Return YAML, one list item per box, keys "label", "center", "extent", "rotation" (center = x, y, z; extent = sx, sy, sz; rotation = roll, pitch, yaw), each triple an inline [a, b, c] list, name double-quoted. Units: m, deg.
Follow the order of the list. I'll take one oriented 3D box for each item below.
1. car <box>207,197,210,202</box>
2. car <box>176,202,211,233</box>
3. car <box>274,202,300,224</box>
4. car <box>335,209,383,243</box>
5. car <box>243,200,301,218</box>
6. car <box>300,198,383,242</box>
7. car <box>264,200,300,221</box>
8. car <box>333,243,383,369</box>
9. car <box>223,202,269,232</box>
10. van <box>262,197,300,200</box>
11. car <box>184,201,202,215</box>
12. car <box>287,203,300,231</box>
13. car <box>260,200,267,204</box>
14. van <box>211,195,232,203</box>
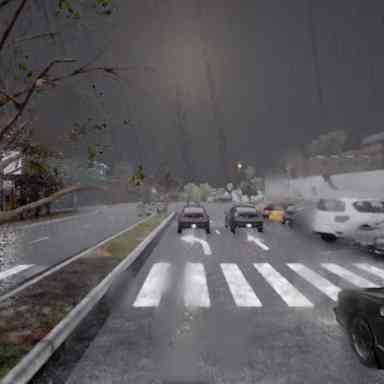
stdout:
- label: "car"
  center: [7.891, 2.269, 94.099]
  extent: [5.366, 1.575, 1.946]
  rotation: [1, -2, -20]
- label: "car"
  center: [0.100, 1.589, 20.287]
  extent: [1.837, 1.490, 4.892]
  rotation: [0, 0, 0]
- label: "car"
  center: [8.062, 1.580, 21.026]
  extent: [4.892, 1.521, 2.231]
  rotation: [1, -1, -20]
- label: "car"
  center: [8.079, 1.530, 12.075]
  extent: [4.892, 1.521, 2.231]
  rotation: [1, 0, -20]
- label: "car"
  center: [7.896, 1.661, 32.888]
  extent: [5.366, 1.575, 1.946]
  rotation: [1, 0, -20]
- label: "car"
  center: [8.098, 1.291, 15.077]
  extent: [5.566, 2.045, 2.435]
  rotation: [1, -1, -20]
- label: "car"
  center: [8.242, 1.599, 24.073]
  extent: [5.366, 1.575, 1.946]
  rotation: [1, -1, -20]
- label: "car"
  center: [3.099, 1.552, 2.691]
  extent: [2.033, 1.411, 5.357]
  rotation: [0, 0, 0]
- label: "car"
  center: [3.099, 1.589, 20.494]
  extent: [1.837, 1.490, 4.892]
  rotation: [0, 0, 0]
- label: "van"
  center: [7.962, 1.417, 29.931]
  extent: [4.442, 1.987, 1.878]
  rotation: [1, 0, -20]
- label: "car"
  center: [0.098, 1.773, 37.371]
  extent: [1.994, 1.385, 4.181]
  rotation: [0, 0, 0]
- label: "car"
  center: [8.075, 1.560, 18.040]
  extent: [5.008, 1.535, 2.097]
  rotation: [1, 0, -20]
- label: "car"
  center: [8.094, 1.652, 27.003]
  extent: [4.792, 1.488, 2.163]
  rotation: [1, -1, -20]
- label: "van"
  center: [7.959, 1.771, 85.199]
  extent: [4.442, 1.987, 1.878]
  rotation: [1, -2, -20]
